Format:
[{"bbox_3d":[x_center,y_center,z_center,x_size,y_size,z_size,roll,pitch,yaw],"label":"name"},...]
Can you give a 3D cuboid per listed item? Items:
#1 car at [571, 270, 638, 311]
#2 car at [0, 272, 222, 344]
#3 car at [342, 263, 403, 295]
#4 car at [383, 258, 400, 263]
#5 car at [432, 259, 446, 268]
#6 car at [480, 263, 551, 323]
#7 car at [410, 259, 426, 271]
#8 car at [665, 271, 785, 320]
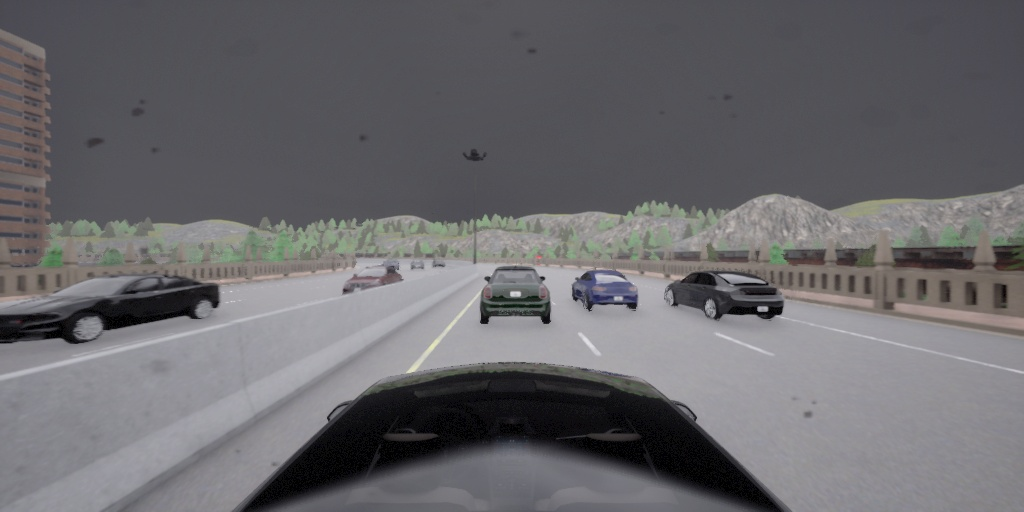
[{"bbox_3d":[3.602,1.276,14.431,1.812,1.442,4.674,0,0,0],"label":"car"},{"bbox_3d":[-10.599,1.227,9.799,1.882,1.535,5.008,0,0,0],"label":"car"},{"bbox_3d":[-7.097,1.275,18.829,1.812,1.442,4.674,0,0,0],"label":"car"},{"bbox_3d":[-16.573,1.101,49.418,2.097,1.767,4.553,0,0,-13],"label":"car"},{"bbox_3d":[-12.158,1.258,59.571,1.837,1.490,4.892,0,0,-18],"label":"car"},{"bbox_3d":[0.101,1.102,12.307,2.097,1.767,4.553,0,0,0],"label":"car"},{"bbox_3d":[-13.336,1.239,50.888,2.128,1.511,4.902,0,0,-14],"label":"car"},{"bbox_3d":[7.102,1.255,12.573,1.837,1.490,4.892,0,0,0],"label":"car"}]
